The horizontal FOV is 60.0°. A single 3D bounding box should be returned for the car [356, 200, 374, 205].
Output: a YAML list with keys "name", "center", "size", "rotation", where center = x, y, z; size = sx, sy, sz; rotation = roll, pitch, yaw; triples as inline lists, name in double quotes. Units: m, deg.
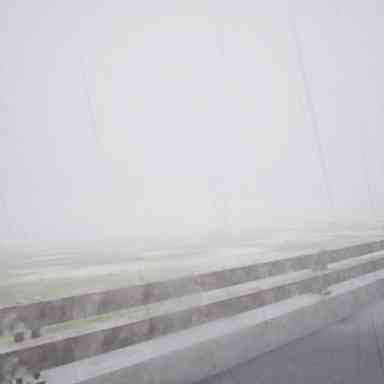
- name: "car"
  center: [43.306, 2.702, 84.779]
  size: [2.128, 1.511, 4.902]
  rotation: [0, -1, -1]
